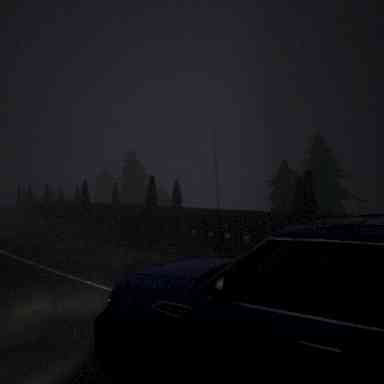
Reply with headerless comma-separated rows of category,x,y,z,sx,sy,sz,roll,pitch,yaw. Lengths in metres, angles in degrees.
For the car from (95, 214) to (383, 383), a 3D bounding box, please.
car,1.541,1.230,2.982,5.566,2.045,2.150,0,0,36
